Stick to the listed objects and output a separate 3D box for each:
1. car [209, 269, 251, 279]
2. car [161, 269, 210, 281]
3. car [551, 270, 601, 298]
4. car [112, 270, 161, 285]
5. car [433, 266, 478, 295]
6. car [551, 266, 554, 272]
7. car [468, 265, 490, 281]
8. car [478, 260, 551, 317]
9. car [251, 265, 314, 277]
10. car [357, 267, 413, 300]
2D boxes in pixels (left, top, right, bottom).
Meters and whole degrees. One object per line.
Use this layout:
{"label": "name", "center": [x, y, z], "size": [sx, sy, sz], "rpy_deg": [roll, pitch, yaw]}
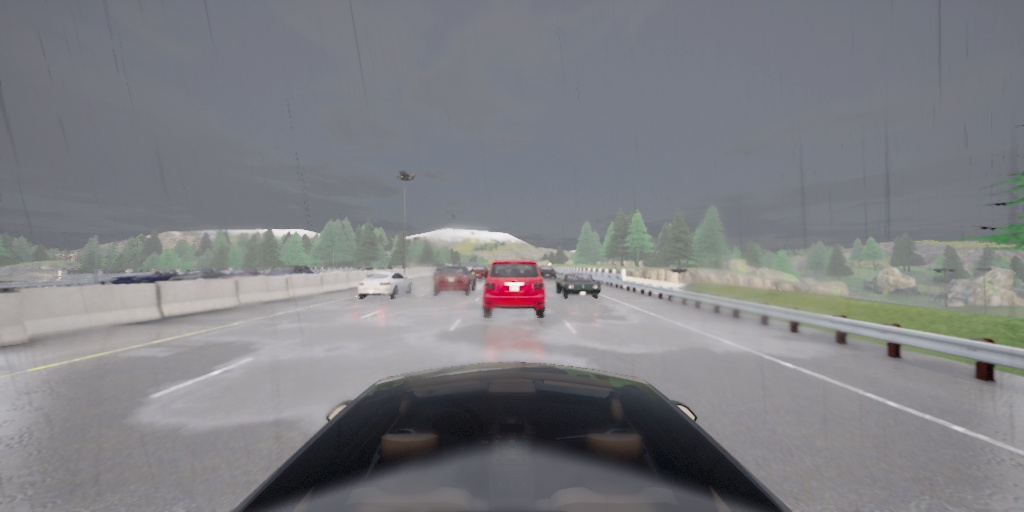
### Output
{"label": "car", "center": [-21.126, 1.729, 28.509], "size": [1.994, 1.385, 4.181], "rpy_deg": [0, -1, 0]}
{"label": "car", "center": [-24.626, 1.731, 28.468], "size": [1.994, 1.385, 4.181], "rpy_deg": [0, -1, 0]}
{"label": "car", "center": [3.580, 1.624, 20.313], "size": [1.895, 1.301, 4.718], "rpy_deg": [0, -1, 0]}
{"label": "car", "center": [-28.126, 1.768, 28.211], "size": [1.895, 1.301, 4.718], "rpy_deg": [0, -1, 0]}
{"label": "car", "center": [-3.423, 1.410, 22.305], "size": [2.097, 1.767, 4.553], "rpy_deg": [0, -1, 0]}
{"label": "car", "center": [3.561, 1.767, 38.337], "size": [1.882, 1.535, 5.008], "rpy_deg": [0, -1, 0]}
{"label": "car", "center": [-3.438, 1.776, 38.522], "size": [1.882, 1.535, 5.008], "rpy_deg": [0, -1, 0]}
{"label": "car", "center": [0.081, 1.158, 14.165], "size": [2.150, 2.045, 5.566], "rpy_deg": [0, -1, 0]}
{"label": "car", "center": [-17.626, 1.510, 28.222], "size": [2.097, 1.767, 4.553], "rpy_deg": [0, -1, 0]}
{"label": "car", "center": [-6.930, 1.551, 19.899], "size": [1.812, 1.442, 4.674], "rpy_deg": [0, -1, 0]}
